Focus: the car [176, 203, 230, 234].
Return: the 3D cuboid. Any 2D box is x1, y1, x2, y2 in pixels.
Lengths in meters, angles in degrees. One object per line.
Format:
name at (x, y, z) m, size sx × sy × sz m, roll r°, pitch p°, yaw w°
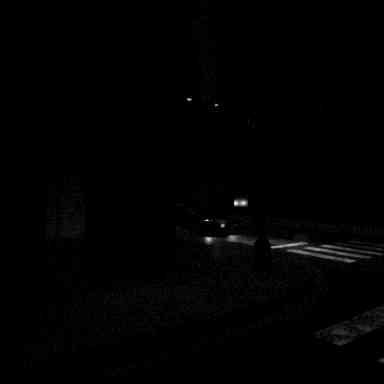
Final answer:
car at (0.079, 1.406, 18.631) m, size 2.128 × 1.511 × 4.902 m, roll 0°, pitch 0°, yaw -37°
